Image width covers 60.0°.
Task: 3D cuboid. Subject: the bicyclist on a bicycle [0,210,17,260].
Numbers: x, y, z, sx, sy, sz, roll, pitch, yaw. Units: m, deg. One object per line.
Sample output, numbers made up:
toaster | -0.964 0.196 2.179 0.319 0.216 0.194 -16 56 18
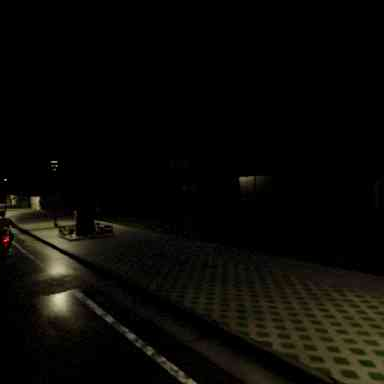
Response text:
bicyclist on a bicycle | -6.318 1.415 11.184 0.866 1.612 1.509 -2 1 -36
